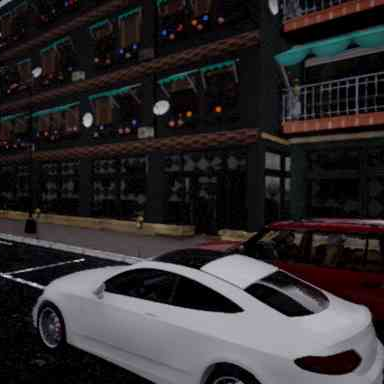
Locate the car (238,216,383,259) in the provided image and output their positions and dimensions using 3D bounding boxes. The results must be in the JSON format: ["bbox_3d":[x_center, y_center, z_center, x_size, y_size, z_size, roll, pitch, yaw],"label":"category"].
[{"bbox_3d":[1.916,1.305,5.196,5.009,1.841,2.192,1,0,36],"label":"car"}]

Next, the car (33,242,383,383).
[{"bbox_3d":[-0.164,1.497,4.387,4.674,1.442,1.812,1,0,35],"label":"car"}]
